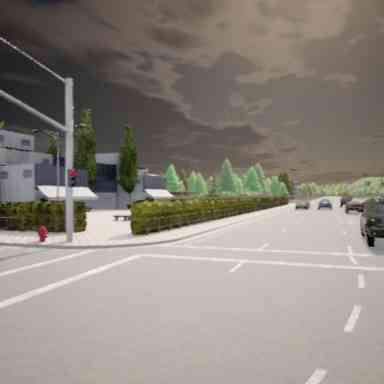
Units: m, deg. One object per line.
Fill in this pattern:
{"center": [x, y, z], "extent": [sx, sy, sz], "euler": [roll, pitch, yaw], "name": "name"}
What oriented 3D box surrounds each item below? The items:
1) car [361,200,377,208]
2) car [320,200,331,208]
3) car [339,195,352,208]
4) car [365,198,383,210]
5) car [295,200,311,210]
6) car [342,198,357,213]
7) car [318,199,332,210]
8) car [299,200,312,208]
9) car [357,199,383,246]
{"center": [30.730, 2.083, 57.776], "extent": [1.994, 1.385, 4.181], "euler": [-1, -1, 23], "name": "car"}
{"center": [24.788, 2.180, 61.703], "extent": [1.812, 1.442, 4.674], "euler": [-1, -1, 23], "name": "car"}
{"center": [28.466, 1.819, 61.208], "extent": [2.150, 2.045, 5.566], "euler": [-1, -1, 23], "name": "car"}
{"center": [27.474, 1.791, 50.035], "extent": [2.097, 1.767, 4.553], "euler": [-1, -1, 23], "name": "car"}
{"center": [18.093, 2.191, 54.552], "extent": [1.994, 1.385, 4.181], "euler": [-1, -1, 23], "name": "car"}
{"center": [20.664, 1.914, 42.592], "extent": [1.837, 1.490, 4.892], "euler": [-1, -1, 23], "name": "car"}
{"center": [21.423, 1.920, 53.452], "extent": [2.097, 1.767, 4.553], "euler": [-1, -1, 23], "name": "car"}
{"center": [21.450, 2.217, 62.793], "extent": [1.837, 1.490, 4.892], "euler": [-1, -1, 23], "name": "car"}
{"center": [9.384, 1.357, 15.876], "extent": [2.150, 2.045, 5.566], "euler": [-1, -1, 23], "name": "car"}
